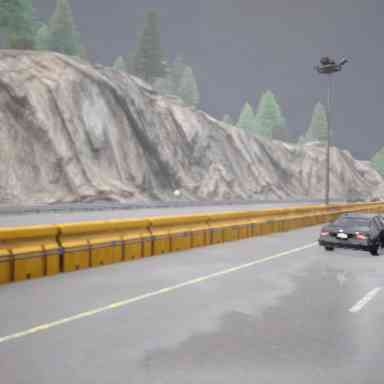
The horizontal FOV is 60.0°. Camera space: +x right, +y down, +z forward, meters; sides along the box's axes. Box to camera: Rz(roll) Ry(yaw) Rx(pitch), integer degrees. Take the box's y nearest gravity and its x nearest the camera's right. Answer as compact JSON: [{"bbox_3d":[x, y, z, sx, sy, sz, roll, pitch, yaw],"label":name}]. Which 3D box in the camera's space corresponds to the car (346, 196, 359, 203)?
[{"bbox_3d":[34.302,1.571,69.939,4.181,1.385,1.994,1,0,-35],"label":"car"}]

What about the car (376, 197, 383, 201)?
[{"bbox_3d":[38.017,1.701,63.986,4.718,1.301,1.895,1,0,-37],"label":"car"}]

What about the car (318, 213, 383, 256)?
[{"bbox_3d":[6.770,1.550,13.293,2.033,1.411,5.357,1,1,40],"label":"car"}]

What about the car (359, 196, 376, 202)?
[{"bbox_3d":[36.176,1.585,66.966,4.674,1.442,1.812,1,0,-37],"label":"car"}]
